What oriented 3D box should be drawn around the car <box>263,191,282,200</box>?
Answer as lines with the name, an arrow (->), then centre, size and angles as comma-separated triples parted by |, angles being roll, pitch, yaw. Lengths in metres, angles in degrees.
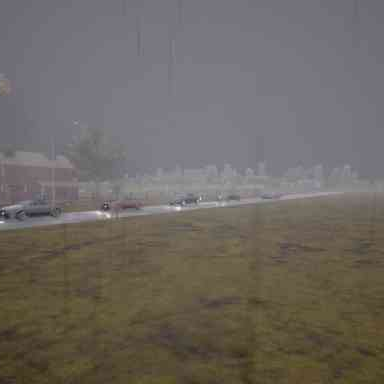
car -> 13.182, 0.522, 54.228 | 1.994, 1.385, 4.181 | 1, 2, 36

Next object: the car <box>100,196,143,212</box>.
car -> -6.690, 1.090, 31.842 | 1.994, 1.385, 4.181 | 1, 2, 36

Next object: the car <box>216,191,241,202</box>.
car -> 5.353, 0.596, 48.373 | 2.128, 1.511, 4.902 | 1, 2, 37

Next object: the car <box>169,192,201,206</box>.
car -> -0.807, 0.827, 39.946 | 1.837, 1.490, 4.892 | 1, 2, 36

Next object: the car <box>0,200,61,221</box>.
car -> -11.910, 1.267, 24.670 | 1.994, 1.385, 4.181 | 1, 2, 34
